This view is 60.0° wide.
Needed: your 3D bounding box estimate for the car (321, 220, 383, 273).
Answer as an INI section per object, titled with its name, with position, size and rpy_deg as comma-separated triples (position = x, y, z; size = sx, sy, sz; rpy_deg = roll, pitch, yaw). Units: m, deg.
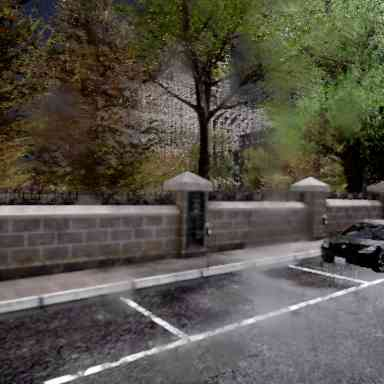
[car]
position = 6.059, 1.607, 10.865
size = 4.313, 1.339, 1.947
rpy_deg = 0, 1, -35
